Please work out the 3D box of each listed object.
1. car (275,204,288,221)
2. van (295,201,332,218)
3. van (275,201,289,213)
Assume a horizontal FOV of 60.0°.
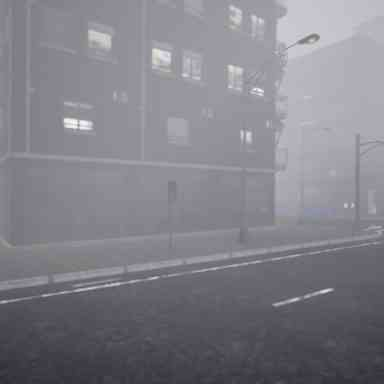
[{"bbox_3d":[6.754,2.124,32.182,1.802,1.307,4.206,0,0,-36],"label":"car"},{"bbox_3d":[13.498,1.939,37.097,1.690,1.788,3.998,0,0,-36],"label":"van"},{"bbox_3d":[10.184,2.012,41.614,1.690,1.788,3.998,0,0,-36],"label":"van"}]
